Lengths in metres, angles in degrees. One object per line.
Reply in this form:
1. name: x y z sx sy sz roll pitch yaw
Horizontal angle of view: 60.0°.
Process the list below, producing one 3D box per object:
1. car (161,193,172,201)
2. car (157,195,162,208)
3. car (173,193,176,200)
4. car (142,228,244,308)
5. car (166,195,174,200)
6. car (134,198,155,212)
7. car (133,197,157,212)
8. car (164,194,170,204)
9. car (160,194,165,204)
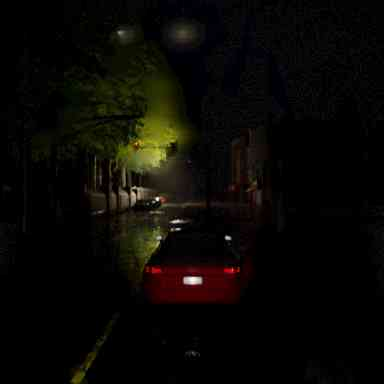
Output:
1. car: -5.634 1.205 66.000 2.192 1.841 5.009 1 0 0
2. car: -5.489 1.452 44.199 2.008 1.369 4.403 1 0 0
3. car: -5.750 1.348 82.350 1.967 1.590 4.097 1 0 0
4. car: 0.032 1.541 7.935 1.994 1.385 4.181 0 0 0
5. car: -5.788 1.444 87.631 1.752 1.417 4.829 1 0 0
6. car: -5.505 1.434 39.038 1.752 1.417 4.829 1 0 0
7. car: -5.467 1.463 37.064 2.008 1.369 4.403 1 0 0
8. car: -5.602 1.471 60.550 1.802 1.307 4.206 1 0 0
9. car: -5.527 1.460 49.650 1.947 1.339 4.313 1 0 0
